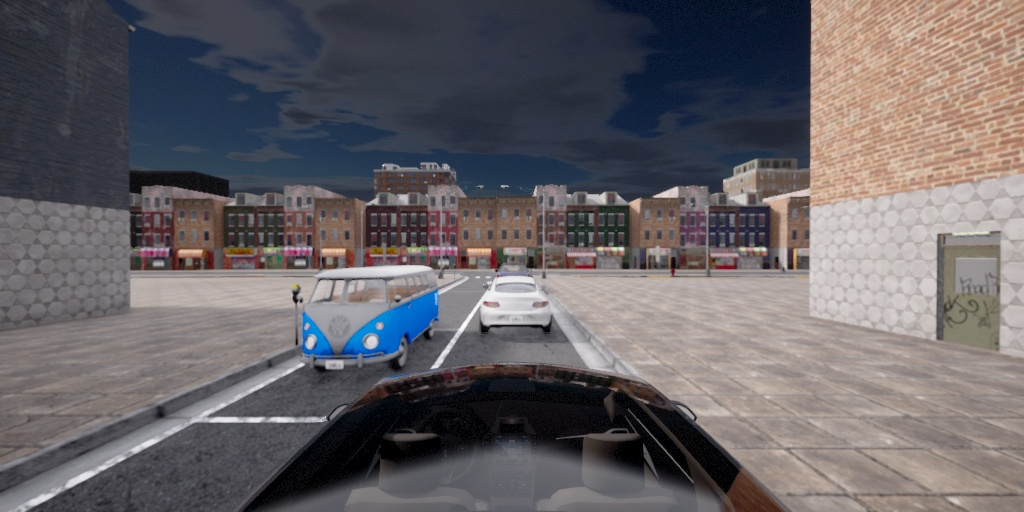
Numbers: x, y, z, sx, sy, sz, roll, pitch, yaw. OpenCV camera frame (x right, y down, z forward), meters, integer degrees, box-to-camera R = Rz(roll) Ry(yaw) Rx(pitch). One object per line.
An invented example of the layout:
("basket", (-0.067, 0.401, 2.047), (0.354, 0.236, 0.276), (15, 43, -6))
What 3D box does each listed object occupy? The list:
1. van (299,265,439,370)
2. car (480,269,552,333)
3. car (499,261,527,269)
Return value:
("van", (-2.644, 1.101, 7.443), (1.690, 1.789, 3.998), (0, 0, 0))
("car", (0.092, 1.292, 10.657), (1.812, 1.442, 4.674), (0, 0, 0))
("car", (0.079, 1.138, 20.256), (2.097, 1.767, 4.553), (0, 0, 0))
